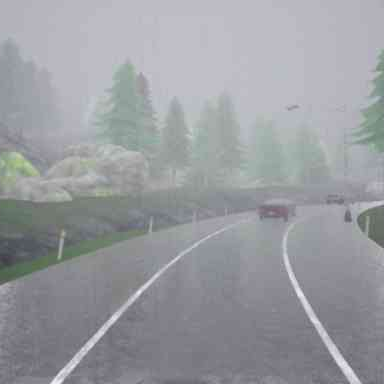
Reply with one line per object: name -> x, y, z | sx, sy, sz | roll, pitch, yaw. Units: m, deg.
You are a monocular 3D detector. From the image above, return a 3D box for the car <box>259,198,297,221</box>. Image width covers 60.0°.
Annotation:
car -> 6.172, 1.163, 23.678 | 1.882, 1.535, 5.008 | -2, 0, 26

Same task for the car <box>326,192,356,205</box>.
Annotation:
car -> 17.338, 0.725, 38.598 | 4.902, 1.511, 2.128 | -2, -2, -44
